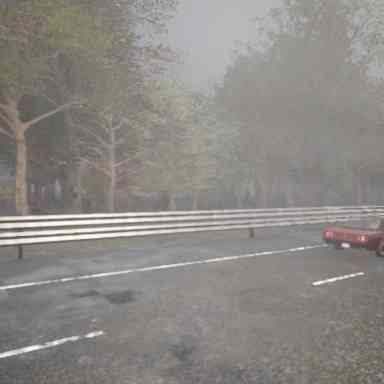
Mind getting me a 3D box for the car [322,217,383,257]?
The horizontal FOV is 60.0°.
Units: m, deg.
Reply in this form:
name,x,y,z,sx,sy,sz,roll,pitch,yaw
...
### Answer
name,x,y,z,sx,sy,sz,roll,pitch,yaw
car,7.314,1.624,13.016,4.718,1.301,1.895,0,0,-33
